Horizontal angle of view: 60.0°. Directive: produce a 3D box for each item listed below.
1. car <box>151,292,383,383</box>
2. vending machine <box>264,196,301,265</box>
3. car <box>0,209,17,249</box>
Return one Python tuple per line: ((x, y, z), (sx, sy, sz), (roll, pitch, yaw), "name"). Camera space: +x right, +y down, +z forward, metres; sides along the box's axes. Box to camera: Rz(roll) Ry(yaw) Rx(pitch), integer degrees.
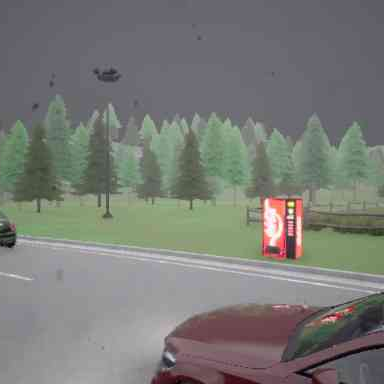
((1.811, 1.525, 2.486), (4.674, 1.442, 1.812), (0, 0, 35), "car")
((2.982, 1.195, 10.958), (0.880, 2.100, 1.100), (0, 0, 33), "vending machine")
((-9.122, 1.353, 13.101), (4.553, 1.767, 2.097), (0, 0, 27), "car")
